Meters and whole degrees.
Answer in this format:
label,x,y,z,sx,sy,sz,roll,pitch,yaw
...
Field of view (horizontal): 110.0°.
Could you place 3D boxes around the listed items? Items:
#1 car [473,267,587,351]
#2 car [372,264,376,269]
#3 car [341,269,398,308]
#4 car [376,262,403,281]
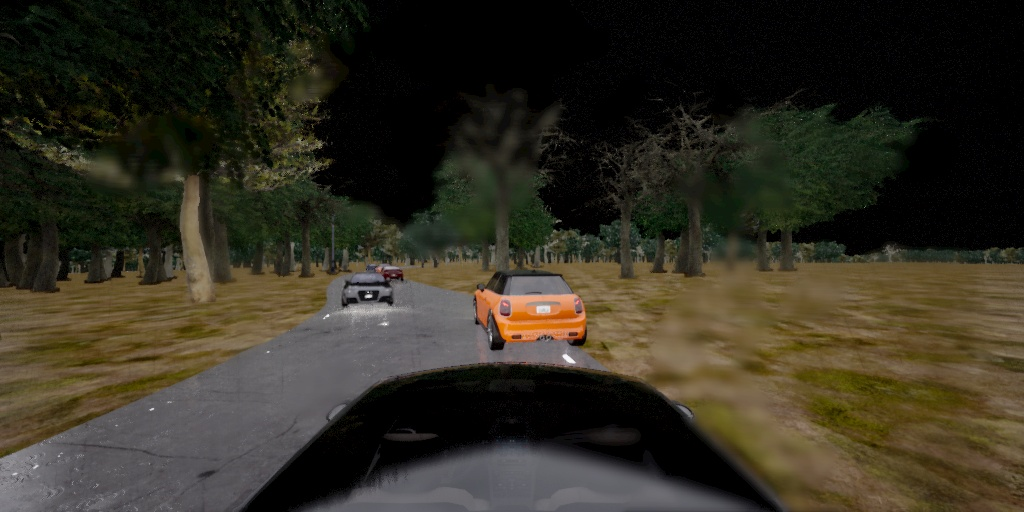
label,x,y,z,sx,sy,sz,roll,pitch,yaw
car,0.205,1.130,9.414,2.097,1.767,4.553,0,0,-12
car,-16.024,1.674,44.909,2.097,1.767,4.553,0,-1,-22
car,-6.427,1.431,15.982,1.994,1.385,4.181,0,-1,-23
car,-11.920,1.643,35.248,1.882,1.535,5.008,0,-1,-24
